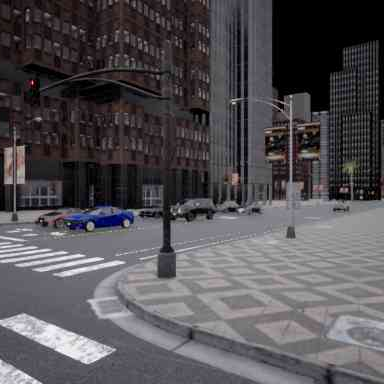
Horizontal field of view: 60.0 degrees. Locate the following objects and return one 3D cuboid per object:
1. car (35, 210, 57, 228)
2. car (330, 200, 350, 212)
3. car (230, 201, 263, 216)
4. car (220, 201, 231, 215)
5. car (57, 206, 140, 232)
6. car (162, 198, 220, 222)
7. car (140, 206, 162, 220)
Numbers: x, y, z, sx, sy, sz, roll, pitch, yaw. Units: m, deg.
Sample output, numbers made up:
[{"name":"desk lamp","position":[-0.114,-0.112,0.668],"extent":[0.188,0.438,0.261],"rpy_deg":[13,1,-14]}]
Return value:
[{"name":"car","position":[-8.959,1.794,23.938],"extent":[1.994,1.385,4.181],"rpy_deg":[0,-1,36]},{"name":"car","position":[24.186,2.430,53.681],"extent":[2.033,1.411,5.357],"rpy_deg":[0,-1,34]},{"name":"car","position":[7.131,2.066,41.093],"extent":[2.128,1.511,4.902],"rpy_deg":[0,-1,35]},{"name":"car","position":[4.289,1.920,42.706],"extent":[2.097,1.767,4.553],"rpy_deg":[0,-1,36]},{"name":"car","position":[-6.095,1.717,22.365],"extent":[1.882,1.535,5.008],"rpy_deg":[0,-1,35]},{"name":"car","position":[0.066,1.616,31.104],"extent":[2.150,2.045,5.566],"rpy_deg":[0,-1,35]},{"name":"car","position":[-3.025,1.980,32.360],"extent":[1.895,1.301,4.718],"rpy_deg":[0,-1,35]}]
